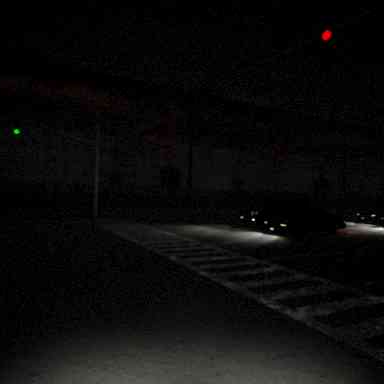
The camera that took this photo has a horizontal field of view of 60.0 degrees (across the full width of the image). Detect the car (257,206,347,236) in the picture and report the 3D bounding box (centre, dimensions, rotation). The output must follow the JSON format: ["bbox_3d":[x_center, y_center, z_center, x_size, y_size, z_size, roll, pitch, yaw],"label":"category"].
[{"bbox_3d":[6.804,1.730,19.788,5.357,1.411,2.033,2,0,-28],"label":"car"}]

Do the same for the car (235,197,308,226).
[{"bbox_3d":[5.721,1.373,23.179,5.566,2.045,2.150,2,0,-28],"label":"car"}]

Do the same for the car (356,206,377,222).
[{"bbox_3d":[16.334,1.970,28.860,4.674,1.442,1.812,2,0,-28],"label":"car"}]

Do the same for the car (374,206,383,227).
[{"bbox_3d":[15.947,1.996,24.687,4.181,1.385,1.994,1,0,-28],"label":"car"}]
